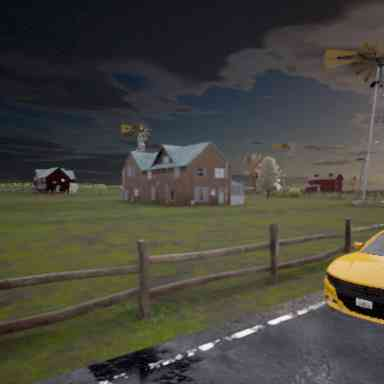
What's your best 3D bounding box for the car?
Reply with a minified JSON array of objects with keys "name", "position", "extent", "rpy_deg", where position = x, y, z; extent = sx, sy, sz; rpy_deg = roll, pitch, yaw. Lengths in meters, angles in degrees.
[{"name":"car","position":[4.610,1.458,6.706],"extent":[5.008,1.535,1.882],"rpy_deg":[0,0,-39]}]
